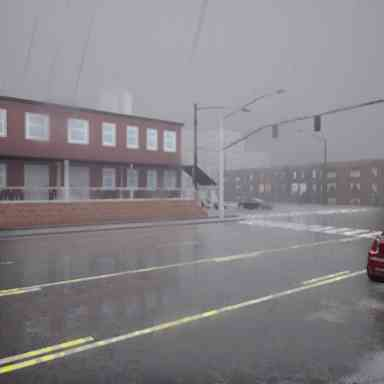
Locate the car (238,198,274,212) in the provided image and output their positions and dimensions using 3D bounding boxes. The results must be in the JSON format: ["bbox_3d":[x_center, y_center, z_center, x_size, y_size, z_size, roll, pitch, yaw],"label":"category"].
[{"bbox_3d":[7.567,1.483,39.637,1.837,1.490,4.892,0,0,-36],"label":"car"}]

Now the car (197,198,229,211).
[{"bbox_3d":[2.425,1.485,40.790,1.837,1.490,4.892,0,0,-36],"label":"car"}]

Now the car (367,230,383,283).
[{"bbox_3d":[6.456,1.344,8.414,4.553,1.767,2.097,0,0,-35],"label":"car"}]
